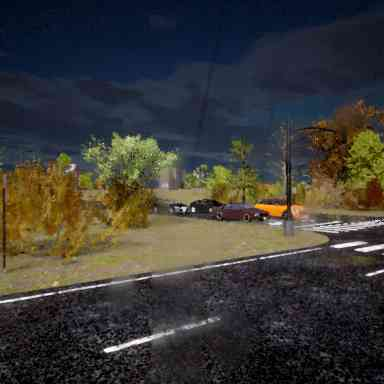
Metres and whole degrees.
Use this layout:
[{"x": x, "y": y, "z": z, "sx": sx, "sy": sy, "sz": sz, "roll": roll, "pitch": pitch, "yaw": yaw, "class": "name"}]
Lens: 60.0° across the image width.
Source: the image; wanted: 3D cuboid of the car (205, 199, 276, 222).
[{"x": 3.749, "y": 1.560, "z": 26.709, "sx": 2.033, "sy": 1.411, "sz": 5.357, "roll": 0, "pitch": 0, "yaw": -38, "class": "car"}]

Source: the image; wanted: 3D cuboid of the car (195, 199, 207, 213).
[{"x": 1.715, "y": 1.489, "z": 34.555, "sx": 1.837, "sy": 1.490, "sz": 4.892, "roll": 0, "pitch": 0, "yaw": -38, "class": "car"}]

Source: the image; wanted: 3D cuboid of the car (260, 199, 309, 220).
[{"x": 7.303, "y": 1.346, "z": 27.445, "sx": 2.097, "sy": 1.767, "sz": 4.553, "roll": 0, "pitch": 0, "yaw": -38, "class": "car"}]

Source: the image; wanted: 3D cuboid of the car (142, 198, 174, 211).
[{"x": -4.397, "y": 1.499, "z": 42.330, "sx": 1.812, "sy": 1.442, "sz": 4.674, "roll": 0, "pitch": 0, "yaw": -38, "class": "car"}]

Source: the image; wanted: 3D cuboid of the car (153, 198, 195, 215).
[{"x": -2.269, "y": 1.494, "z": 34.365, "sx": 2.128, "sy": 1.511, "sz": 4.902, "roll": 0, "pitch": 0, "yaw": -38, "class": "car"}]
